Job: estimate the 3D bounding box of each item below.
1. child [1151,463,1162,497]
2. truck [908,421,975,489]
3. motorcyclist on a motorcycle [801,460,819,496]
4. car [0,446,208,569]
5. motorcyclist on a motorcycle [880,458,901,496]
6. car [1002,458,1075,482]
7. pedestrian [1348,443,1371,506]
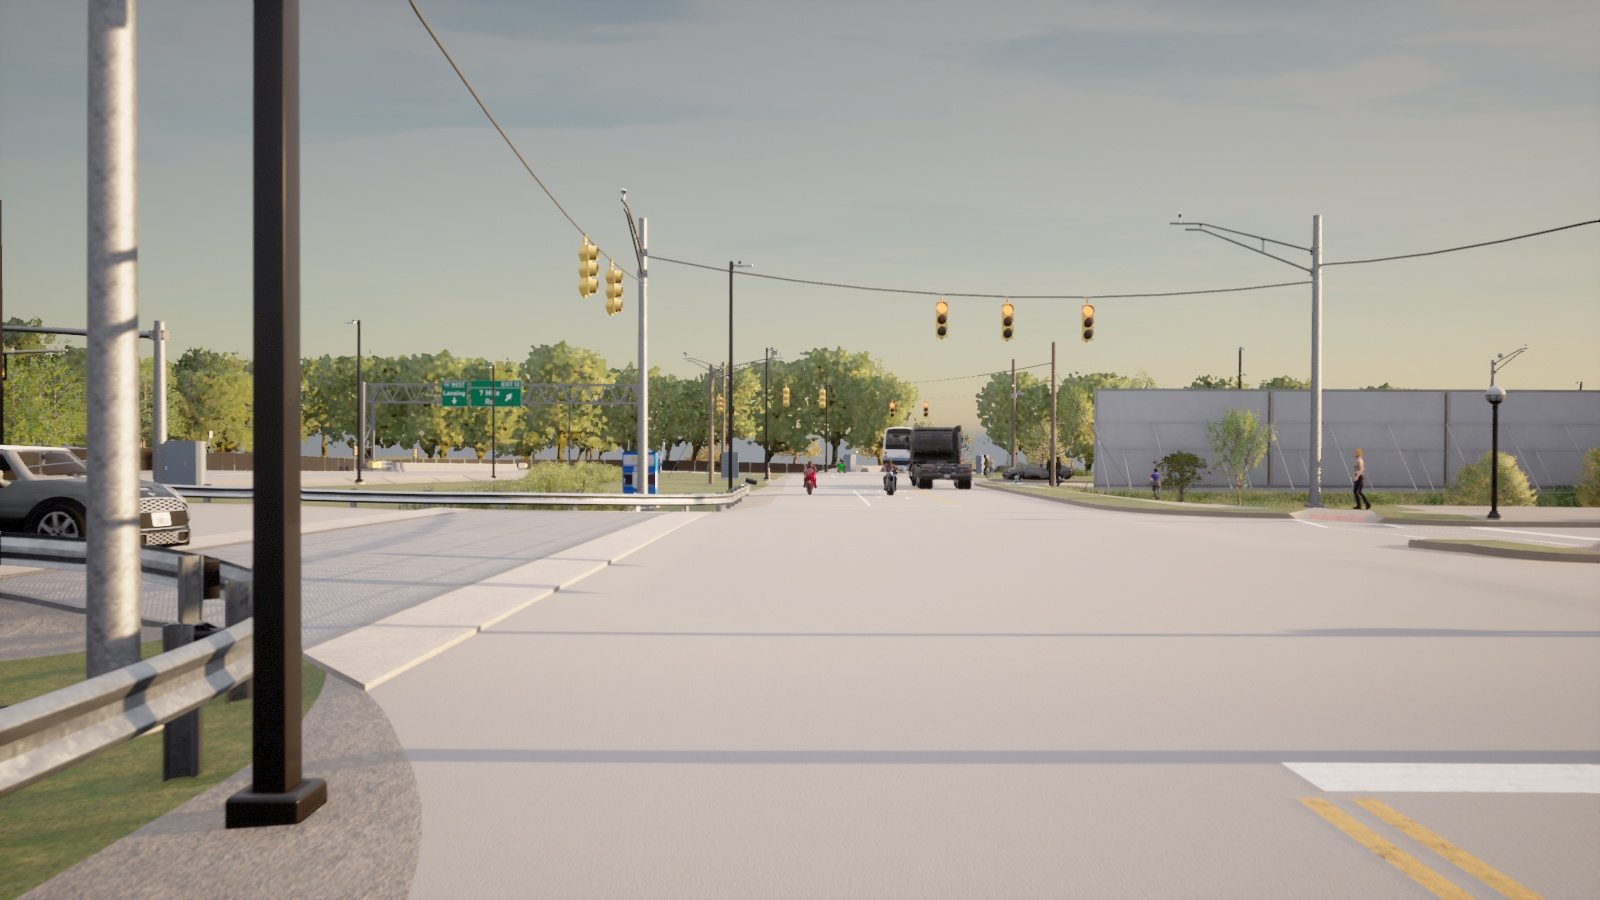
[{"bbox_3d":[13.278,1.103,46.777,0.270,1.263,0.437,0,1,0],"label":"child"},{"bbox_3d":[7.657,0.266,68.893,2.891,3.462,7.936,0,0,1],"label":"truck"},{"bbox_3d":[0.442,1.207,54.587,0.797,1.523,2.044,0,0,1],"label":"motorcyclist on a motorcycle"},{"bbox_3d":[-10.012,0.711,16.207,3.806,1.475,1.970,0,-1,5],"label":"car"},{"bbox_3d":[3.945,1.161,54.822,0.766,1.649,2.350,0,0,1],"label":"motorcyclist on a motorcycle"},{"bbox_3d":[16.499,1.377,86.989,4.902,1.511,2.128,1,1,10],"label":"car"},{"bbox_3d":[16.683,0.723,37.459,0.594,1.836,0.345,0,1,29],"label":"pedestrian"}]
